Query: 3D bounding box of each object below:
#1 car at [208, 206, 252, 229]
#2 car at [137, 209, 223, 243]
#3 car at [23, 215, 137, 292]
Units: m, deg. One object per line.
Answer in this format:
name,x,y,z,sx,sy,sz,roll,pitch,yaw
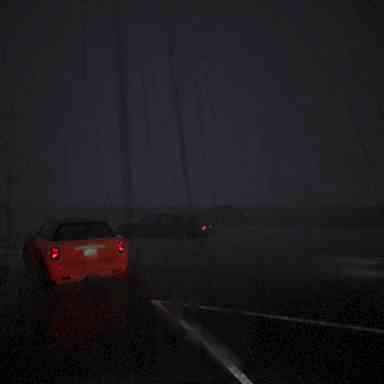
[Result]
car,1.756,1.743,23.406,4.902,1.511,2.128,-1,-1,24
car,-1.393,1.764,17.145,5.357,1.411,2.033,-1,-1,24
car,-3.576,1.509,9.778,2.097,1.767,4.553,0,-1,-32
